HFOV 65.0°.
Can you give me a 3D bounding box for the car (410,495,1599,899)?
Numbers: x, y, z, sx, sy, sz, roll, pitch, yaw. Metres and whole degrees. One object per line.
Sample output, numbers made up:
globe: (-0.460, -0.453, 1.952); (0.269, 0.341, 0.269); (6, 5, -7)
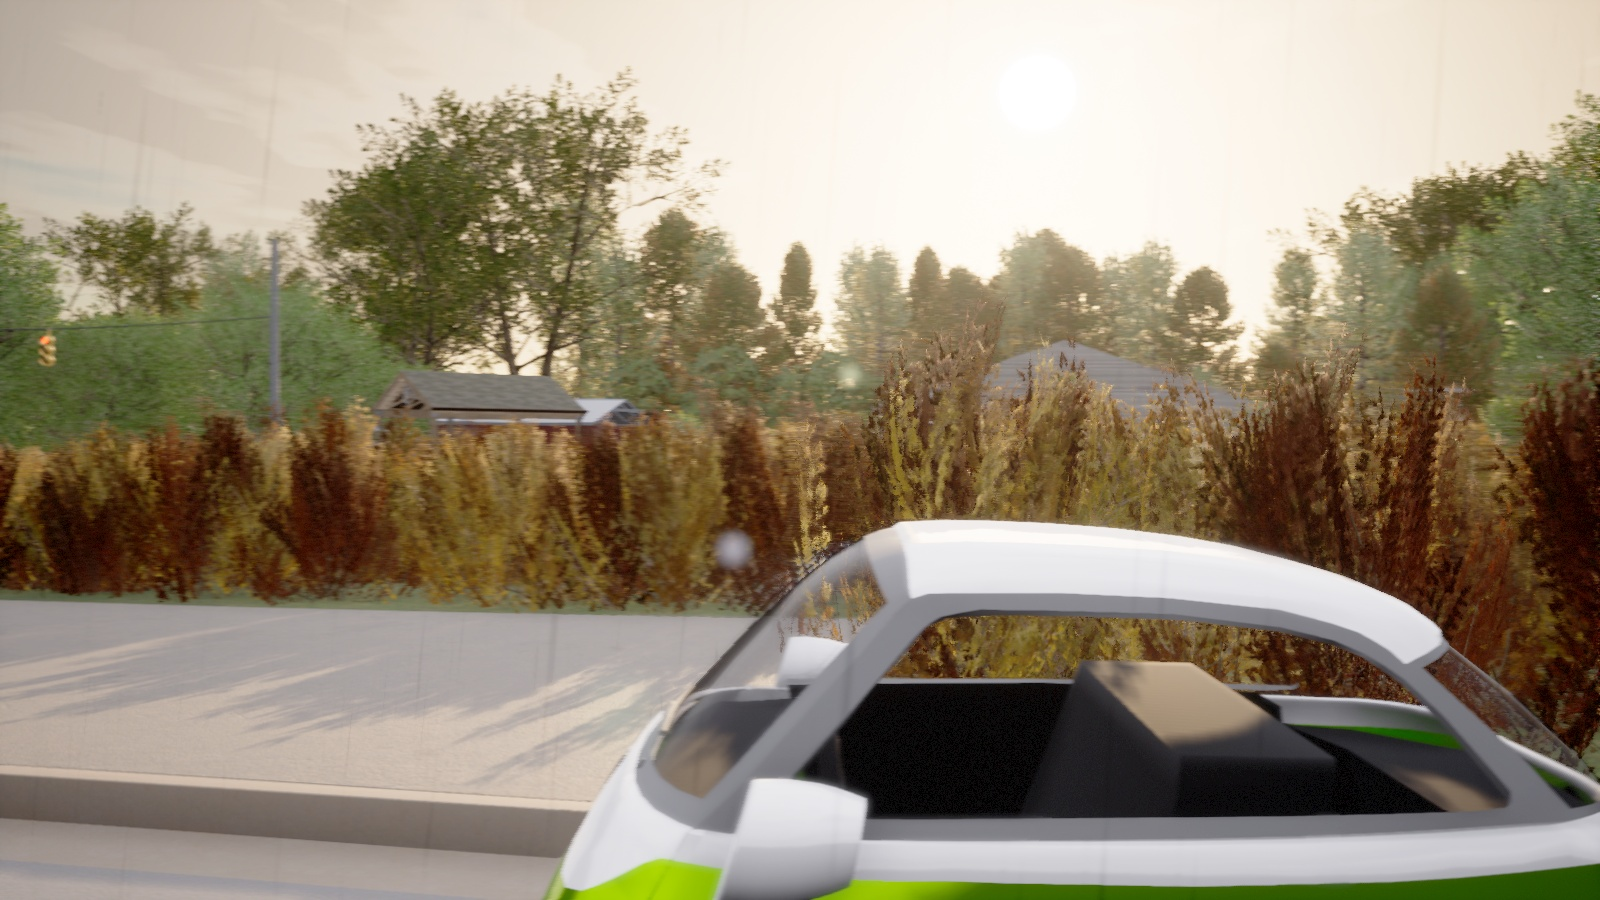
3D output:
car: (0.567, 0.817, 2.522); (2.207, 1.376, 1.481); (0, 1, 2)
